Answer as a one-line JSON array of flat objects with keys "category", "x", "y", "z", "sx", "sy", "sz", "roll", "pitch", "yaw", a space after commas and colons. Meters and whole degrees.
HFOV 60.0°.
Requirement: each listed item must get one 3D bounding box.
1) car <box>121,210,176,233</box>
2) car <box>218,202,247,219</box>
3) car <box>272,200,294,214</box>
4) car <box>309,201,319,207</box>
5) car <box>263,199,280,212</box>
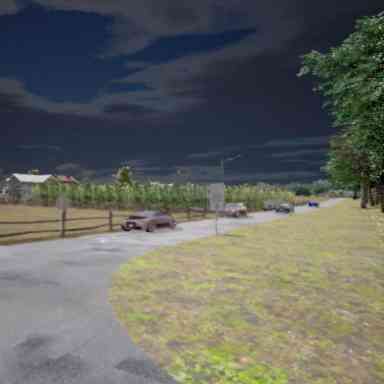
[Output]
[{"category": "car", "x": -2.792, "y": 1.887, "z": 21.942, "sx": 1.994, "sy": 1.385, "sz": 4.181, "roll": -1, "pitch": -2, "yaw": 28}, {"category": "car", "x": 4.423, "y": 1.939, "z": 36.196, "sx": 2.097, "sy": 1.767, "sz": 4.553, "roll": -1, "pitch": -1, "yaw": 27}, {"category": "car", "x": 13.031, "y": 2.264, "z": 46.653, "sx": 1.812, "sy": 1.442, "sz": 4.674, "roll": -1, "pitch": -1, "yaw": 27}, {"category": "car", "x": 27.979, "y": 2.694, "z": 76.352, "sx": 1.882, "sy": 1.535, "sz": 5.008, "roll": -1, "pitch": -1, "yaw": 27}, {"category": "car", "x": 12.946, "y": 2.194, "z": 52.793, "sx": 2.150, "sy": 2.045, "sz": 5.566, "roll": -1, "pitch": -1, "yaw": 27}]
